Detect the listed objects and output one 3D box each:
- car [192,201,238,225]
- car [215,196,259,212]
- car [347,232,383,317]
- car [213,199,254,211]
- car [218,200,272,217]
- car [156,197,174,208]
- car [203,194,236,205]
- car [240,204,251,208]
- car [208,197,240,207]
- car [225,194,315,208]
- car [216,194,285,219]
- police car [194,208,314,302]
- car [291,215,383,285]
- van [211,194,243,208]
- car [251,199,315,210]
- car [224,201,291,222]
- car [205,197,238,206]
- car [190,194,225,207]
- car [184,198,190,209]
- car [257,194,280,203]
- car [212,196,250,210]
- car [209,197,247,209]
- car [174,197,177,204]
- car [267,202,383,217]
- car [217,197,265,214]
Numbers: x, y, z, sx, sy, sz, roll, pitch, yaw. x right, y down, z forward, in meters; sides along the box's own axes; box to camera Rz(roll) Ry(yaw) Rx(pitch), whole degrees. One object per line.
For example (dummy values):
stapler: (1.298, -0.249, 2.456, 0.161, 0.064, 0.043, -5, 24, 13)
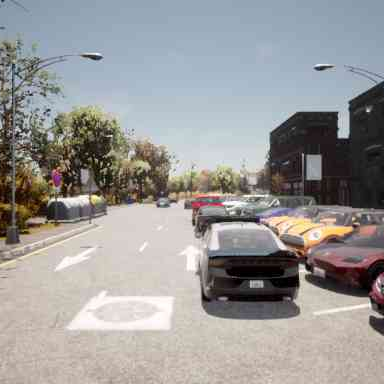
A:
car: (1.108, 1.491, 18.359, 1.882, 1.535, 5.008, 0, 0, 0)
car: (5.205, 1.424, 38.676, 4.553, 1.767, 2.185, 1, 0, -20)
car: (5.289, 1.527, 5.656, 4.674, 1.452, 2.002, 1, 0, -20)
car: (5.232, 1.601, 41.684, 4.674, 1.452, 2.002, 1, 0, -20)
car: (5.219, 1.560, 32.660, 4.792, 1.488, 2.163, 1, 0, -20)
car: (-4.300, 1.598, 49.814, 2.128, 1.511, 4.902, 0, 0, 0)
car: (5.172, 1.391, 62.734, 5.566, 2.045, 2.435, 1, 0, -20)
car: (5.257, 1.538, 17.666, 4.674, 1.452, 2.002, 1, 0, -20)
car: (5.200, 1.647, 53.698, 4.674, 1.452, 2.002, 1, 0, -20)
car: (5.247, 1.251, 20.644, 5.566, 2.045, 2.435, 1, 0, -20)
car: (5.225, 1.271, 29.661, 5.566, 2.045, 2.435, 1, 0, -20)
police car: (1.133, 1.428, 8.469, 1.930, 1.638, 5.238, 0, 0, 0)
car: (5.250, 1.517, 8.648, 4.792, 1.488, 2.163, 1, 0, -20)
van: (5.318, 1.371, 50.742, 4.442, 1.987, 1.878, 1, -1, -20)
car: (5.298, 1.369, 14.669, 4.553, 1.767, 2.185, 1, 0, -20)
car: (5.222, 1.544, 26.659, 4.792, 1.488, 2.163, 1, 0, -20)
car: (5.006, 1.613, 56.639, 5.366, 1.575, 1.946, 1, 0, -20)
car: (1.097, 1.250, 24.390, 2.150, 2.045, 5.566, 0, 0, 0)
car: (-0.129, 1.586, 46.917, 2.128, 1.511, 4.902, 0, 0, 0)
car: (18.075, 1.463, 78.776, 2.435, 2.045, 5.566, 0, 0, -22)
car: (5.259, 1.446, 44.693, 4.553, 1.767, 2.185, 1, 0, -20)
car: (5.209, 1.583, 47.695, 5.008, 1.535, 2.097, 1, -1, -20)
car: (-4.181, 1.792, 71.158, 1.895, 1.301, 4.718, 0, 0, 1)
car: (5.303, 1.366, 11.668, 4.553, 1.767, 2.185, 1, 0, -20)
car: (5.210, 1.414, 35.675, 4.553, 1.767, 2.185, 1, 0, -20)
